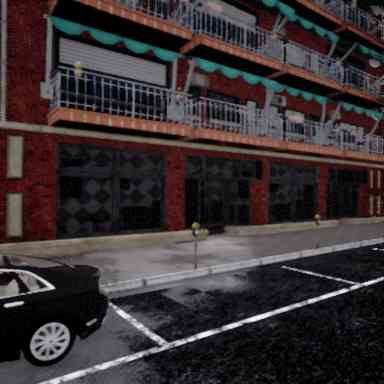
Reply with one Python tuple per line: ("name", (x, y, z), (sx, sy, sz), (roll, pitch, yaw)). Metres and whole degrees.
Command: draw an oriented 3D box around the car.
("car", (-3.294, 1.550, 4.200), (4.403, 1.369, 2.008), (0, 1, -36))
